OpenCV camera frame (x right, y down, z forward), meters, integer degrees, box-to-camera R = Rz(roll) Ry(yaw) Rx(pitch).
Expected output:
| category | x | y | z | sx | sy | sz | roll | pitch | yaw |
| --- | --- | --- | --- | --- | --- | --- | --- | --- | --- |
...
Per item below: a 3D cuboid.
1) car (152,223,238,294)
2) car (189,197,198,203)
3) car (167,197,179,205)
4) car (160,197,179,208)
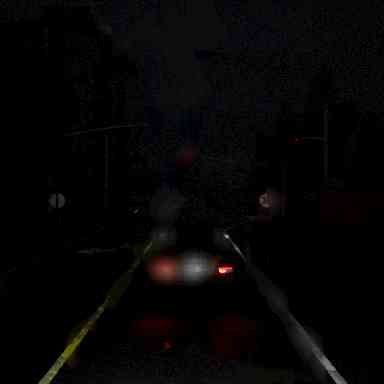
| category | x | y | z | sx | sy | sz | roll | pitch | yaw |
| --- | --- | --- | --- | --- | --- | --- | --- | --- | --- |
| car | 0.080 | 1.547 | 8.908 | 2.033 | 1.411 | 5.357 | 0 | 0 | 0 |
| car | 0.262 | 1.601 | 69.680 | 1.895 | 1.301 | 4.718 | 0 | 0 | 0 |
| car | -3.433 | 1.601 | 59.956 | 1.895 | 1.301 | 4.718 | 0 | 0 | 0 |
| car | -3.483 | 1.492 | 48.339 | 2.128 | 1.511 | 4.902 | 0 | 0 | 0 |
